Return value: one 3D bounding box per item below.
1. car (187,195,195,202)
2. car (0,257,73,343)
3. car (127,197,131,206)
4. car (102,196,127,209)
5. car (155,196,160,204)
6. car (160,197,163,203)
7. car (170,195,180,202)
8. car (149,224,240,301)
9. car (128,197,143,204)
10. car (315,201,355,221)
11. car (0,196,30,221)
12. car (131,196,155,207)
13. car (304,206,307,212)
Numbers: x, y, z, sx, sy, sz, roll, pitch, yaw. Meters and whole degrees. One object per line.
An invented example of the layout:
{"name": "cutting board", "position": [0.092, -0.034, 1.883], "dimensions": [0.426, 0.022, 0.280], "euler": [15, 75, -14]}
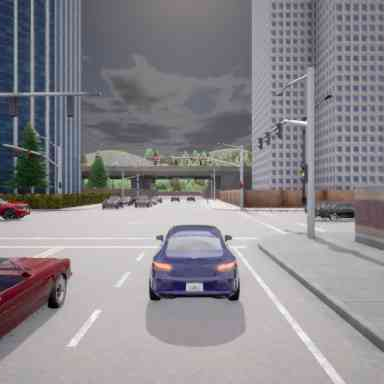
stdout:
{"name": "car", "position": [-0.222, 1.477, 74.486], "dimensions": [1.837, 1.490, 4.892], "euler": [0, 0, 0]}
{"name": "car", "position": [-3.454, 1.601, 4.939], "dimensions": [1.895, 1.301, 4.718], "euler": [0, 0, 0]}
{"name": "car", "position": [-10.751, 1.491, 54.260], "dimensions": [2.128, 1.511, 4.902], "euler": [0, 0, 0]}
{"name": "car", "position": [-10.733, 1.352, 45.300], "dimensions": [2.097, 1.767, 4.553], "euler": [0, 0, 0]}
{"name": "car", "position": [-7.252, 1.601, 58.774], "dimensions": [1.895, 1.301, 4.718], "euler": [0, 0, 0]}
{"name": "car", "position": [-7.204, 1.564, 68.821], "dimensions": [1.994, 1.385, 4.181], "euler": [0, 0, 0]}
{"name": "car", "position": [-3.722, 1.501, 74.476], "dimensions": [1.812, 1.442, 4.674], "euler": [0, 0, 0]}
{"name": "car", "position": [0.054, 1.526, 8.210], "dimensions": [1.812, 1.442, 4.674], "euler": [0, 0, 0]}
{"name": "car", "position": [-10.738, 1.601, 63.483], "dimensions": [1.895, 1.301, 4.718], "euler": [0, 0, 0]}
{"name": "car", "position": [12.233, 1.505, 26.237], "dimensions": [4.892, 1.490, 1.837], "euler": [0, 0, 0]}
{"name": "car", "position": [-15.997, 1.223, 26.429], "dimensions": [5.566, 2.045, 2.150], "euler": [0, 0, -10]}
{"name": "car", "position": [-7.243, 1.352, 49.791], "dimensions": [2.097, 1.767, 4.553], "euler": [0, 0, 0]}
{"name": "car", "position": [13.531, 1.564, 33.437], "dimensions": [4.181, 1.385, 1.994], "euler": [0, 0, 0]}
